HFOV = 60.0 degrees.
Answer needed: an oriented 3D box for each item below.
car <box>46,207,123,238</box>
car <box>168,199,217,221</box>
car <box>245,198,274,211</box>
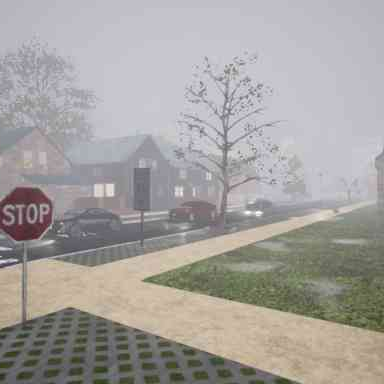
[{"bbox_3d":[-5.647,1.493,17.414,1.994,1.385,4.181,1,1,34],"label":"car"},{"bbox_3d":[0.117,1.352,26.095,1.882,1.535,5.008,1,1,34],"label":"car"},{"bbox_3d":[7.597,1.369,37.271,1.994,1.385,4.181,1,1,34],"label":"car"}]
